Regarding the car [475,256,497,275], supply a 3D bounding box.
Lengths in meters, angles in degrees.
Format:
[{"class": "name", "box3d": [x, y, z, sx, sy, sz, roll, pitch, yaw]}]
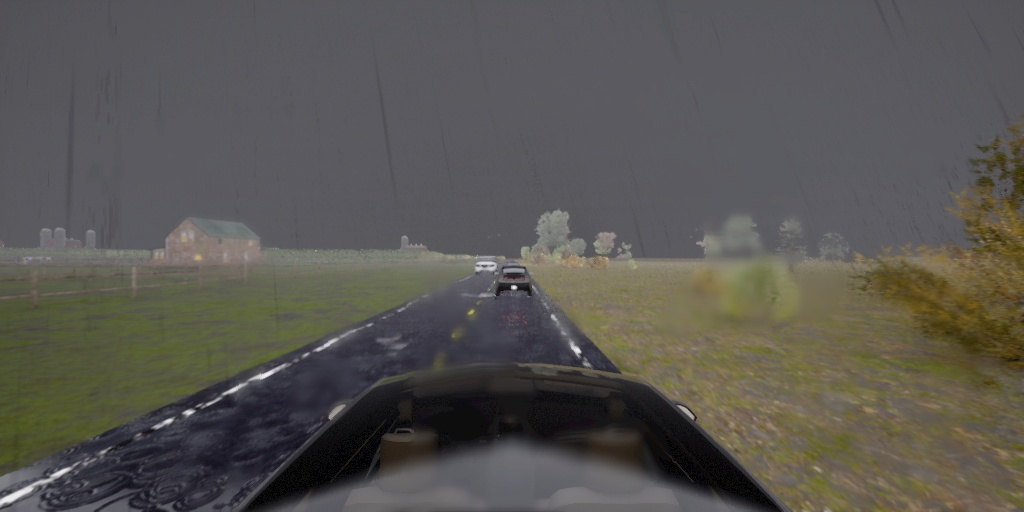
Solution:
[{"class": "car", "box3d": [-2.834, 1.032, 39.978, 2.150, 2.045, 5.566, 0, 0, 0]}]

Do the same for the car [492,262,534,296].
[{"class": "car", "box3d": [0.102, 1.265, 19.503, 1.837, 1.490, 4.892, 0, 0, 0]}]
